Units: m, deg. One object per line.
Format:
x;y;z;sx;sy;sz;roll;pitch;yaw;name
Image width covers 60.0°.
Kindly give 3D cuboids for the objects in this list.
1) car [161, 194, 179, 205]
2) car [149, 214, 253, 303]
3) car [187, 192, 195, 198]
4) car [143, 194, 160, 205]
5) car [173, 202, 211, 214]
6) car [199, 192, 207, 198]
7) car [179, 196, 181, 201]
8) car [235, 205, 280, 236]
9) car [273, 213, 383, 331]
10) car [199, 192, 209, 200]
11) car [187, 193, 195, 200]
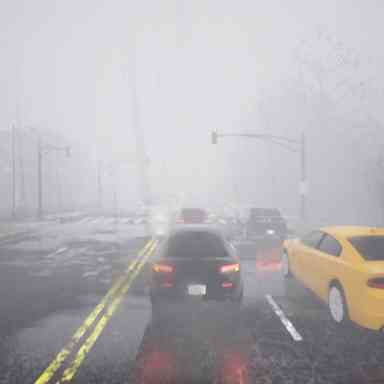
-3.491;1.278;53.444;1.812;1.442;4.674;0;0;0;car
0.076;1.489;7.956;1.812;1.442;4.674;0;0;0;car
-0.278;0.889;89.391;1.882;1.535;5.008;0;0;0;car
-6.741;1.229;53.711;1.882;1.535;5.008;0;1;0;car
0.013;1.448;17.036;1.812;1.442;4.674;0;0;-2;car
2.972;0.767;89.371;2.097;1.767;4.553;0;0;0;car
-3.465;1.201;69.529;1.812;1.442;4.674;0;0;0;car
3.301;1.429;16.432;1.837;1.490;4.892;0;0;0;car
3.330;1.445;6.975;1.882;1.535;5.008;0;0;0;car
3.003;1.162;78.985;2.033;1.411;5.357;0;0;0;car
-0.248;1.216;79.421;1.895;1.301;4.718;0;0;0;car
